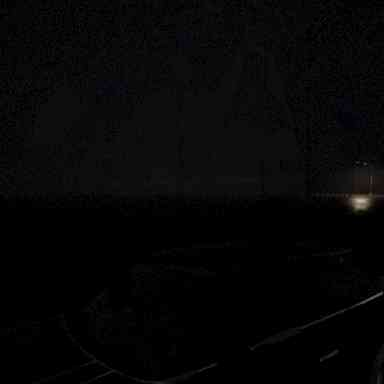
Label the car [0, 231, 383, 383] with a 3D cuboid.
[{"bbox_3d":[0.066,1.350,3.118,4.553,1.767,2.097,0,0,-35],"label":"car"}]
